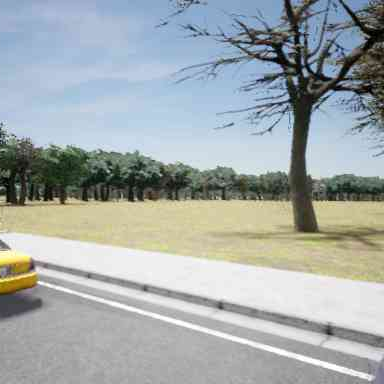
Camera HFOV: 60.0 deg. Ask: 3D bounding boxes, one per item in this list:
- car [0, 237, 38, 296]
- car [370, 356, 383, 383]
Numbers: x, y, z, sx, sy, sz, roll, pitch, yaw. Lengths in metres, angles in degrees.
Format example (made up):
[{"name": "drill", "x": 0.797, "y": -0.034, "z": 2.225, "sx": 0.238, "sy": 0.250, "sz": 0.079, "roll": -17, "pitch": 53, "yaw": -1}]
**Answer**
[{"name": "car", "x": -5.635, "y": 1.459, "z": 7.585, "sx": 5.366, "sy": 1.575, "sz": 1.801, "roll": 0, "pitch": 0, "yaw": 36}, {"name": "car", "x": 3.474, "y": 1.547, "z": 1.085, "sx": 5.357, "sy": 1.411, "sz": 2.033, "roll": 0, "pitch": 0, "yaw": 36}]
